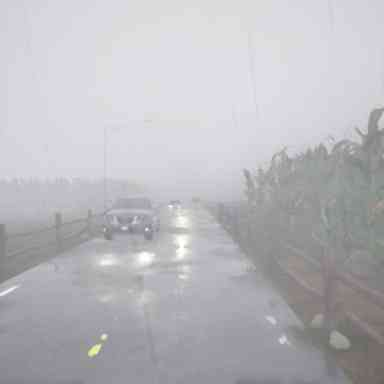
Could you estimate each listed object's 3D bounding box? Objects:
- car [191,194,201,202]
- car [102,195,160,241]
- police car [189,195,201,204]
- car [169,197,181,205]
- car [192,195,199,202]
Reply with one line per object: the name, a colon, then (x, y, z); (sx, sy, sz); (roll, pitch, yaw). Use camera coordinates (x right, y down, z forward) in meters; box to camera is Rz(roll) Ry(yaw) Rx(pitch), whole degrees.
car: (0.809, 1.387, 74.272); (2.097, 1.767, 4.553); (0, 0, 0)
car: (-2.853, 1.173, 16.834); (2.150, 2.045, 5.566); (0, 0, 0)
police car: (0.812, 1.419, 64.410); (1.930, 1.638, 5.238); (0, 0, 0)
car: (-2.816, 1.571, 57.147); (1.895, 1.301, 4.718); (0, 0, 1)
car: (0.808, 1.573, 80.301); (1.837, 1.490, 4.892); (0, 0, 0)
